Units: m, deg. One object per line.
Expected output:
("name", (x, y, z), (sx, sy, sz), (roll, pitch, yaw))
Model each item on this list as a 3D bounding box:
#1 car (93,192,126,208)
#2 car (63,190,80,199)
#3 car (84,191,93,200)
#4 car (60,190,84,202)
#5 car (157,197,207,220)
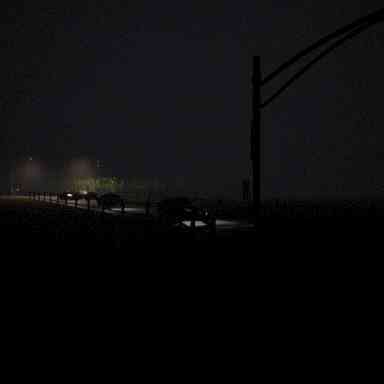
("car", (-8.689, 0.910, 35.678), (1.812, 1.442, 4.674), (0, 1, -35))
("car", (-22.519, 0.355, 62.029), (1.882, 1.535, 5.008), (0, 1, -35))
("car", (-16.653, 0.603, 53.599), (2.033, 1.411, 5.357), (0, 1, -35))
("car", (-18.158, 0.635, 49.394), (2.033, 1.411, 5.357), (0, 1, -34))
("car", (-0.826, 1.139, 24.361), (1.837, 1.490, 4.892), (0, 0, -35))
